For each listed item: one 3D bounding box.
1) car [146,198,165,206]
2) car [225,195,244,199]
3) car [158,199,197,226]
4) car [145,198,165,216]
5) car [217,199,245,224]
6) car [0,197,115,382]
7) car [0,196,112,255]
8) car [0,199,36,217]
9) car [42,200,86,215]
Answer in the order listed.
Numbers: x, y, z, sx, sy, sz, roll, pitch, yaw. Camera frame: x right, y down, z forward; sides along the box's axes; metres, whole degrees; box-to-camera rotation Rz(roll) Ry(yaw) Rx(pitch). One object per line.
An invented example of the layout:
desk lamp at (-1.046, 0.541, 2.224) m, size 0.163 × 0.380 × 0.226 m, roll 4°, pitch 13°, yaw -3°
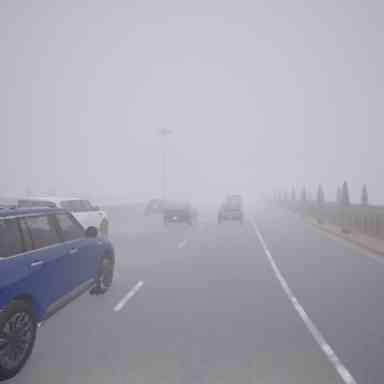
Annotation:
car at (-6.486, 1.730, 59.538) m, size 2.033 × 1.411 × 5.357 m, roll 0°, pitch 0°, yaw 8°
car at (5.327, 1.350, 42.209) m, size 2.150 × 2.045 × 5.566 m, roll 0°, pitch 0°, yaw 8°
car at (-0.764, 1.518, 23.910) m, size 1.882 × 1.535 × 5.008 m, roll 0°, pitch 0°, yaw 8°
car at (-3.091, 1.415, 32.564) m, size 2.097 × 1.767 × 4.553 m, roll 0°, pitch 0°, yaw 8°
car at (2.950, 1.547, 25.201) m, size 2.128 × 1.511 × 4.902 m, roll 0°, pitch 0°, yaw 8°
car at (-3.065, 1.216, 5.634) m, size 2.150 × 2.045 × 5.566 m, roll 0°, pitch 0°, yaw 4°
car at (-5.567, 1.224, 14.662) m, size 2.150 × 2.045 × 5.566 m, roll 0°, pitch 0°, yaw 7°
car at (-17.482, 1.495, 32.115) m, size 1.882 × 1.535 × 5.008 m, roll 0°, pitch 0°, yaw 8°
car at (-13.457, 1.589, 35.472) m, size 2.033 × 1.411 × 5.357 m, roll 0°, pitch 0°, yaw 8°
